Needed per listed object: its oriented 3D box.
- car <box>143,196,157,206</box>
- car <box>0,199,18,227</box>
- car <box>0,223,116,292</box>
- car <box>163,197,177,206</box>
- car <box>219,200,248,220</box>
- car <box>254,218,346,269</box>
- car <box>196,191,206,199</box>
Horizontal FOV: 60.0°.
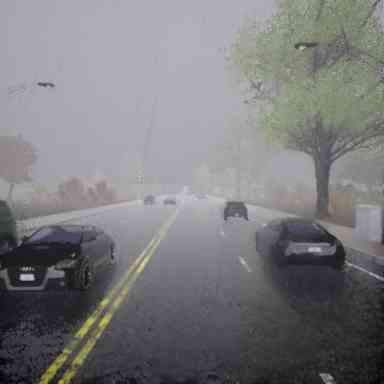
[{"bbox_3d":[-6.670,1.348,52.879,1.837,1.490,4.892,0,0,0],"label":"car"},{"bbox_3d":[-6.601,1.201,8.388,2.150,2.045,5.566,0,0,0],"label":"car"},{"bbox_3d":[-3.351,1.542,8.747,1.994,1.385,4.181,0,0,0],"label":"car"},{"bbox_3d":[-3.418,1.448,52.178,1.895,1.301,4.718,0,0,0],"label":"car"},{"bbox_3d":[3.343,1.433,27.003,1.837,1.490,4.892,0,0,0],"label":"car"},{"bbox_3d":[3.350,1.537,11.082,1.994,1.385,4.181,0,0,0],"label":"car"},{"bbox_3d":[2.780,1.227,88.411,1.812,1.442,4.674,0,0,-1],"label":"car"}]
